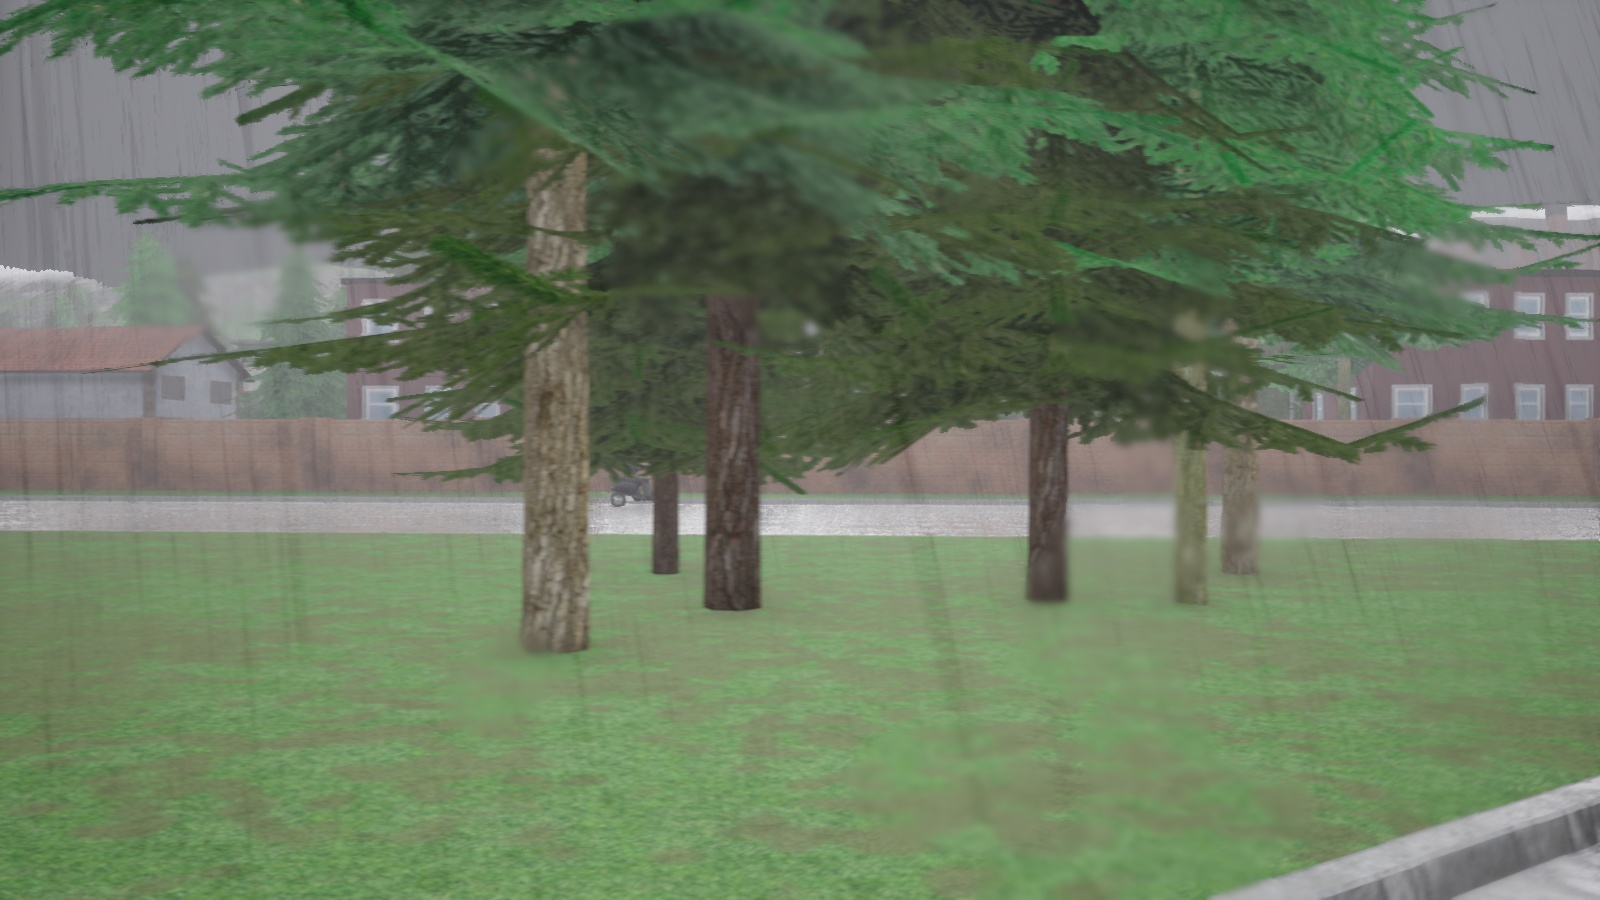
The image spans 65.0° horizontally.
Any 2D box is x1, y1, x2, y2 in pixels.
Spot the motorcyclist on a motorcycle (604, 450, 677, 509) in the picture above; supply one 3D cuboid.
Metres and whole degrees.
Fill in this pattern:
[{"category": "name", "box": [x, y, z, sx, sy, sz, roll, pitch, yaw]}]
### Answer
[{"category": "motorcyclist on a motorcycle", "box": [-4.320, 0.792, 34.086, 1.817, 1.590, 0.866, 0, 0, 3]}]
